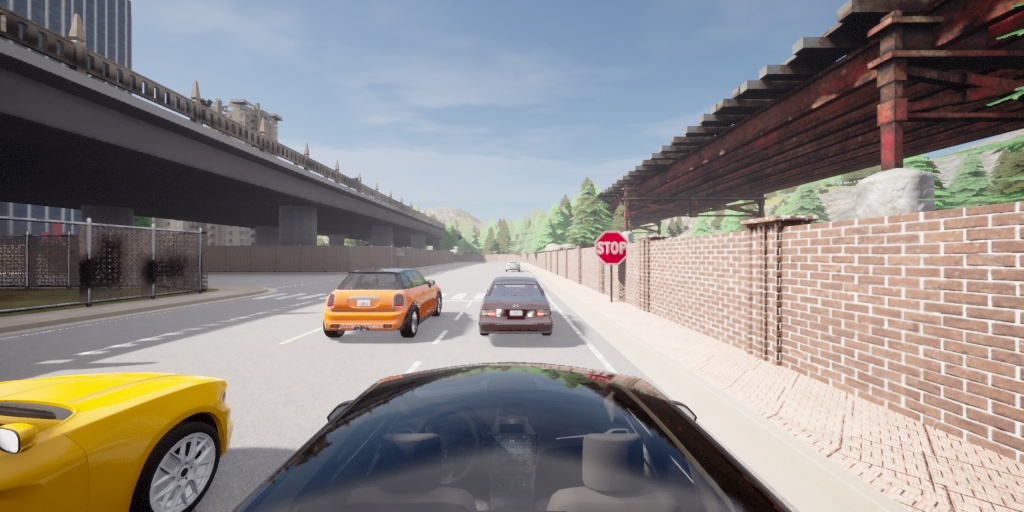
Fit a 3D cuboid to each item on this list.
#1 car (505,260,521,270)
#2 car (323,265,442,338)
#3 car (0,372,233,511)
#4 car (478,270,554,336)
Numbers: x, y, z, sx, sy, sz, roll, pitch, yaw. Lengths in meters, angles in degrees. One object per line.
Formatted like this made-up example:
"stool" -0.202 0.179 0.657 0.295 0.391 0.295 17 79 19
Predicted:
"car" 0.125 1.276 46.264 1.812 1.442 4.674 0 0 -1
"car" -3.411 1.102 10.371 2.097 1.767 4.553 0 0 0
"car" -3.398 1.228 1.114 1.882 1.535 5.008 0 0 0
"car" 0.090 1.297 10.390 2.033 1.411 5.357 0 0 0
